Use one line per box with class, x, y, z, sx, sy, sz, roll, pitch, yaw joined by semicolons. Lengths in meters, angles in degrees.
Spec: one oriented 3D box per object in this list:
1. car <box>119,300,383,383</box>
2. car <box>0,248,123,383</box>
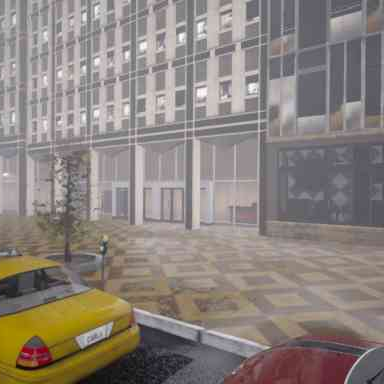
car;1.835;1.440;1.556;4.097;1.590;1.967;0;1;35
car;-2.931;1.523;4.953;4.829;1.417;1.752;0;1;35
